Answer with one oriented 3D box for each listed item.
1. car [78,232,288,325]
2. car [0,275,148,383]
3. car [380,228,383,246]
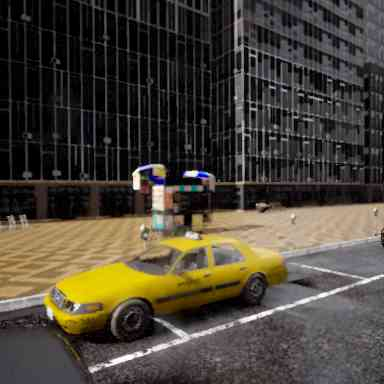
[{"bbox_3d":[-0.185,1.497,6.428,4.829,1.417,1.752,-1,0,-35],"label":"car"},{"bbox_3d":[-2.994,1.562,1.240,5.357,1.411,2.033,-1,0,-36],"label":"car"},{"bbox_3d":[9.182,1.446,13.109,4.313,1.339,1.947,-1,0,-35],"label":"car"}]
